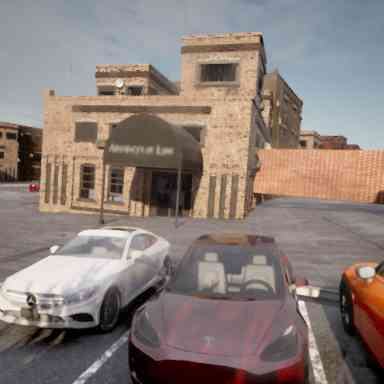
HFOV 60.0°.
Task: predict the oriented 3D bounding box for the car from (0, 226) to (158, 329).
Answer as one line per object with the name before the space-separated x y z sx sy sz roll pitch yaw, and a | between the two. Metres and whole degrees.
car | -1.777 1.501 7.027 2.002 1.452 4.674 1 -1 14

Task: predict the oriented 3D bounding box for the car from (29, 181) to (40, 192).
car | -22.452 -0.960 50.742 2.097 1.767 4.553 5 4 21

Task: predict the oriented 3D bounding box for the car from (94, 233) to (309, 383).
car | 0.675 1.496 5.365 2.163 1.488 4.792 1 -1 14

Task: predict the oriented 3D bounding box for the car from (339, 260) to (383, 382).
car | 3.127 1.347 3.733 2.185 1.767 4.553 0 -1 14
